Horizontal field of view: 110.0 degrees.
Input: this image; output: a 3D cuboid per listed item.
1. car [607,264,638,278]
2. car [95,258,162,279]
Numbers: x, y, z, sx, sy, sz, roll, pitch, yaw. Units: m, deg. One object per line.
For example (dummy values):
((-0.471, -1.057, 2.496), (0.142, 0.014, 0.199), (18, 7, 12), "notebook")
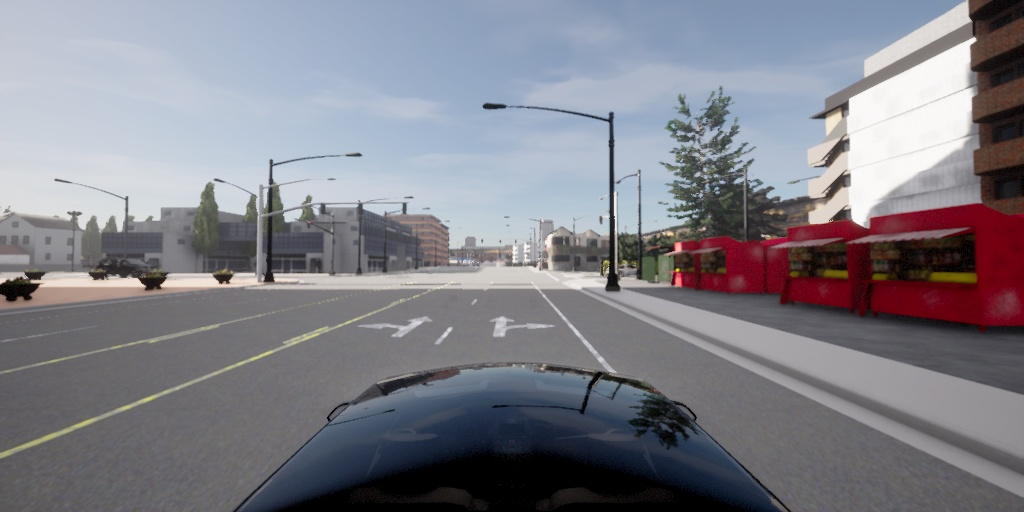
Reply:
((12.295, 1.570, 37.495), (4.674, 1.442, 1.812), (0, -1, 0), "car")
((-40.514, 1.280, 37.900), (5.566, 2.045, 2.150), (0, -1, 0), "car")
